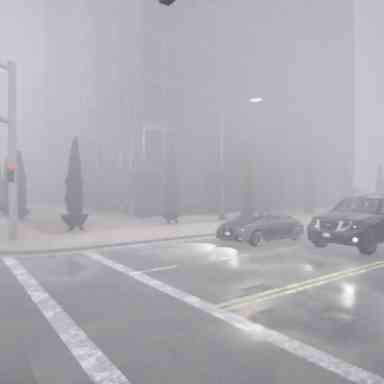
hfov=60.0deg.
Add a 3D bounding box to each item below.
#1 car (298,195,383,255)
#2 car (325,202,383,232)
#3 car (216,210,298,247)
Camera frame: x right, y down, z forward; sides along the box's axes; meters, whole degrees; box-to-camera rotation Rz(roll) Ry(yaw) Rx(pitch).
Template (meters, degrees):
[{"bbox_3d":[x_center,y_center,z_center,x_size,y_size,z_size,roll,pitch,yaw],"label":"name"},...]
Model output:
[{"bbox_3d":[7.027,1.144,13.287,5.566,2.045,2.150,-1,0,-34],"label":"car"},{"bbox_3d":[10.126,1.402,19.795,4.674,1.442,1.812,-1,0,-35],"label":"car"},{"bbox_3d":[3.082,1.504,14.785,4.181,1.385,1.994,-1,0,-35],"label":"car"}]
